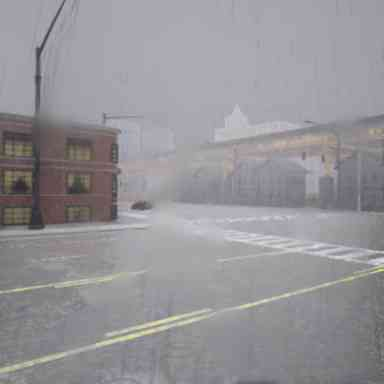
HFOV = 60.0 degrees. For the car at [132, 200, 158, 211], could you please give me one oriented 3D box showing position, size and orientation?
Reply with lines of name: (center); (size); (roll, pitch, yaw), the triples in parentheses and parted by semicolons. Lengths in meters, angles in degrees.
car: (-6.087, 1.727, 42.876); (1.994, 1.385, 4.181); (1, 0, -35)
